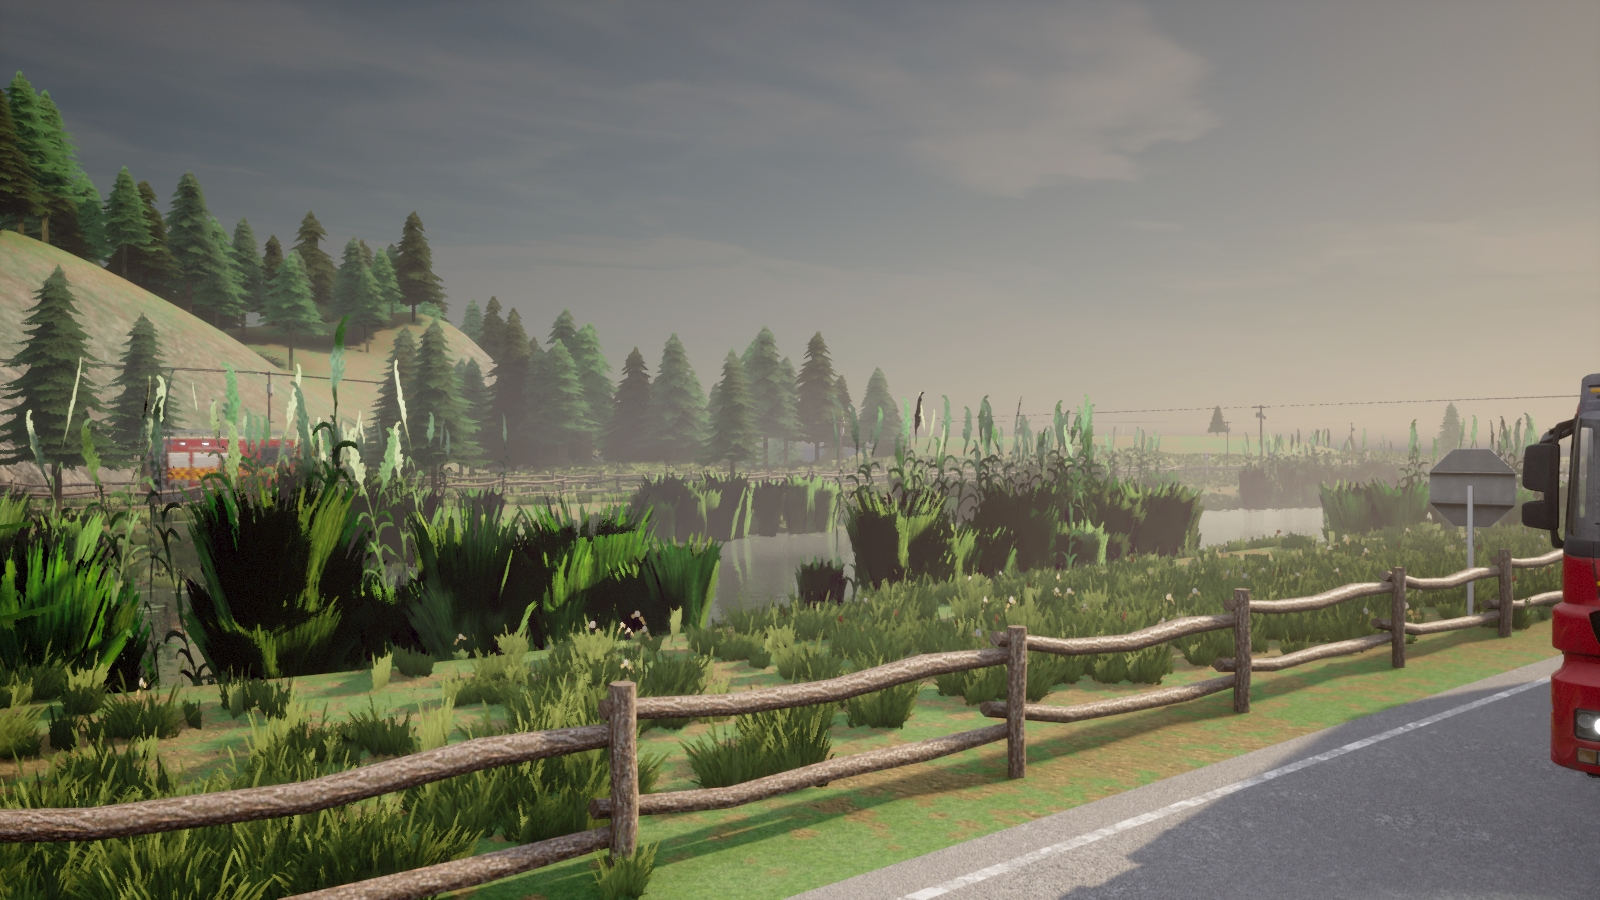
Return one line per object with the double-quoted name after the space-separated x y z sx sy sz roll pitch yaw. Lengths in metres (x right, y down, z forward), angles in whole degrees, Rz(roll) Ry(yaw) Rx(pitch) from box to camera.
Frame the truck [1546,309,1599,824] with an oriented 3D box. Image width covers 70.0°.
9.563 0.862 10.966 2.891 3.827 8.468 0 0 41 "truck"
